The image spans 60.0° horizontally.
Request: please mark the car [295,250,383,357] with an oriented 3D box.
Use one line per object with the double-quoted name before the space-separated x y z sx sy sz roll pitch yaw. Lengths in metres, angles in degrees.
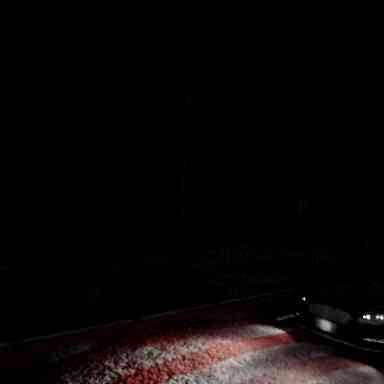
"car" 4.106 1.991 6.746 4.902 1.511 2.128 4 -3 -36
